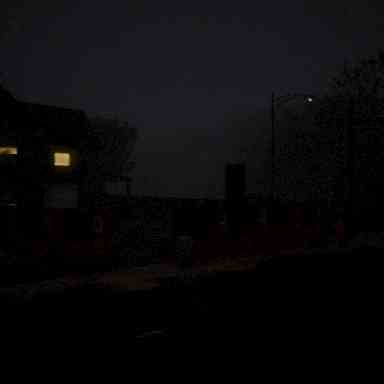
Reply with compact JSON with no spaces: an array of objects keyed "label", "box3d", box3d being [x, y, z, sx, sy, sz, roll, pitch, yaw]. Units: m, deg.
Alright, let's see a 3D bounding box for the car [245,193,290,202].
[{"label":"car","box3d":[6.882,1.136,30.184,2.150,2.045,5.566,0,0,-36]}]
